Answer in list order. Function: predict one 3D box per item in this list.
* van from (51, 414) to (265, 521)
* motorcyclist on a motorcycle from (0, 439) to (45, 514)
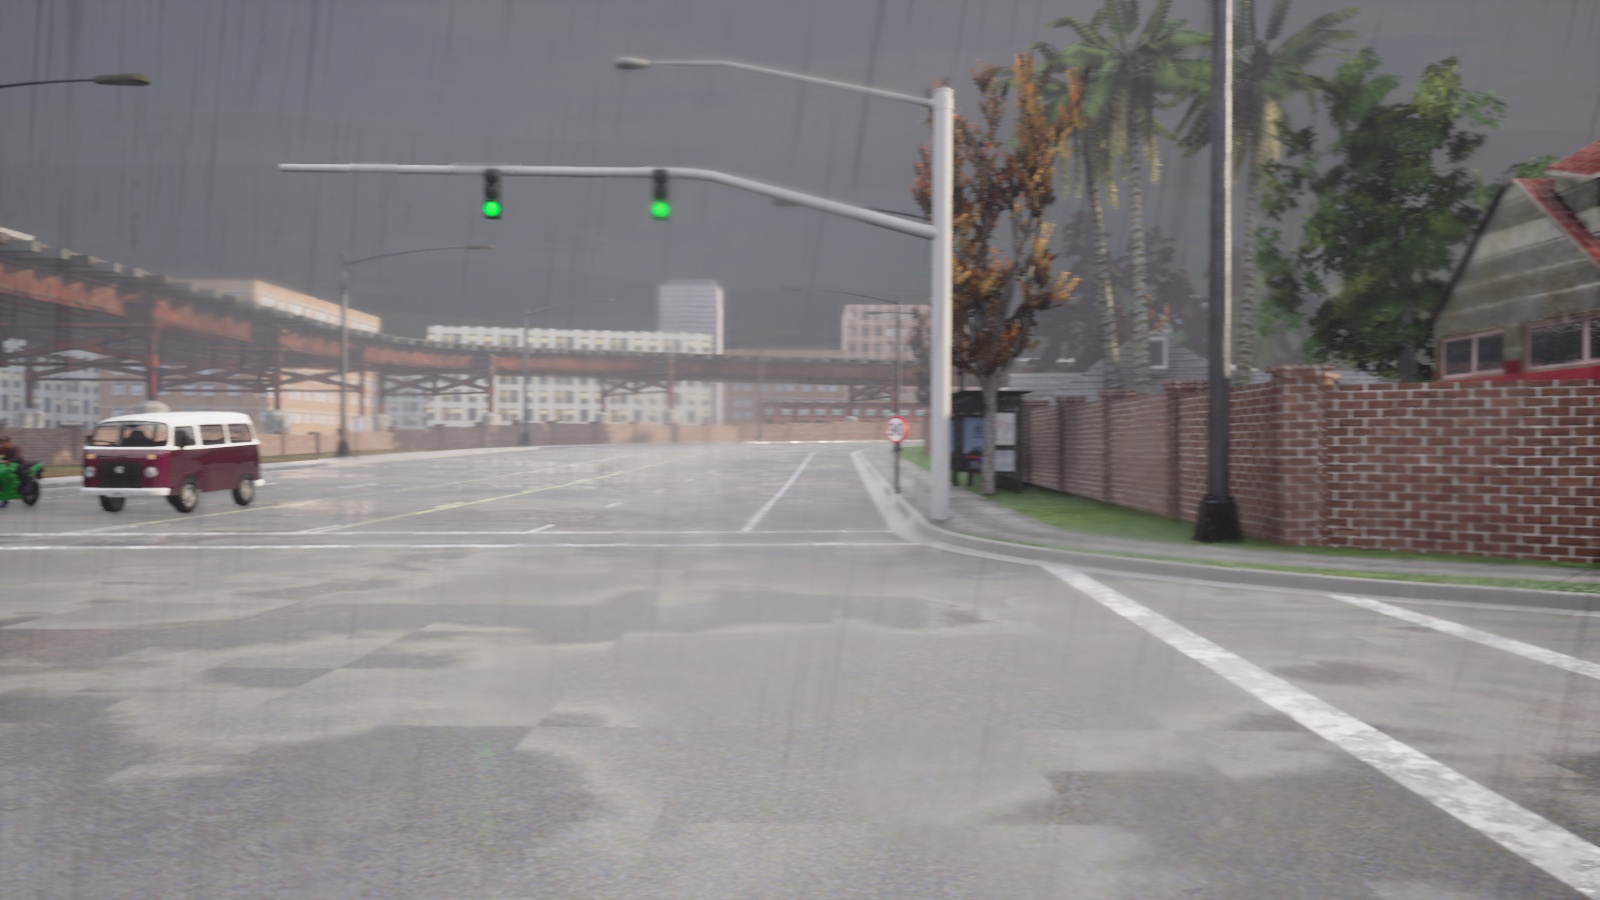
[{"bbox_3d":[-13.237,0.269,26.251,2.069,2.038,4.480,0,2,1],"label":"van"},{"bbox_3d":[-16.740,0.534,26.139,0.797,1.523,2.044,0,1,1],"label":"motorcyclist on a motorcycle"}]
